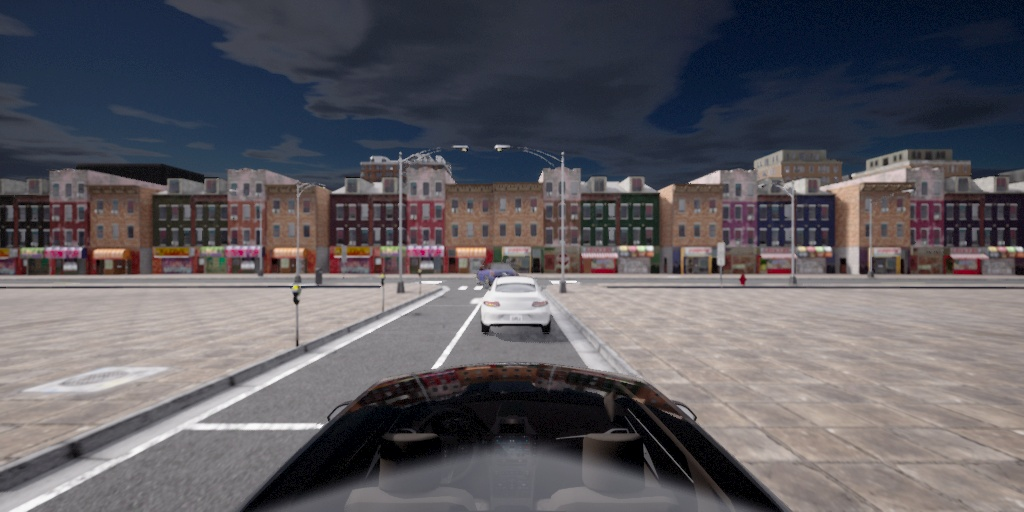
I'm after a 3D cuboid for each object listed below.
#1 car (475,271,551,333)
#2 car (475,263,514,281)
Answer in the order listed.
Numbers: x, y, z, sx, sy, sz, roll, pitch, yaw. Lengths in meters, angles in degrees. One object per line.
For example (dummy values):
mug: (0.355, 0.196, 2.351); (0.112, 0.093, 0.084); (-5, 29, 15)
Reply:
car: (0.100, 1.331, 10.823); (1.812, 1.442, 4.674); (0, -1, 0)
car: (-1.214, 1.261, 25.854); (2.097, 1.767, 4.553); (0, -1, -18)
